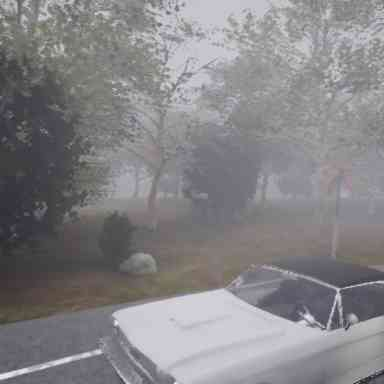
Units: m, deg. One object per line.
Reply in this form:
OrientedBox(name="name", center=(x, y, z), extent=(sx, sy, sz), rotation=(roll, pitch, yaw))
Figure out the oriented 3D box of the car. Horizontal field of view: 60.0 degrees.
OrientedBox(name="car", center=(1.346, 1.613, 4.264), extent=(4.718, 1.301, 1.895), rotation=(1, 0, -31))
